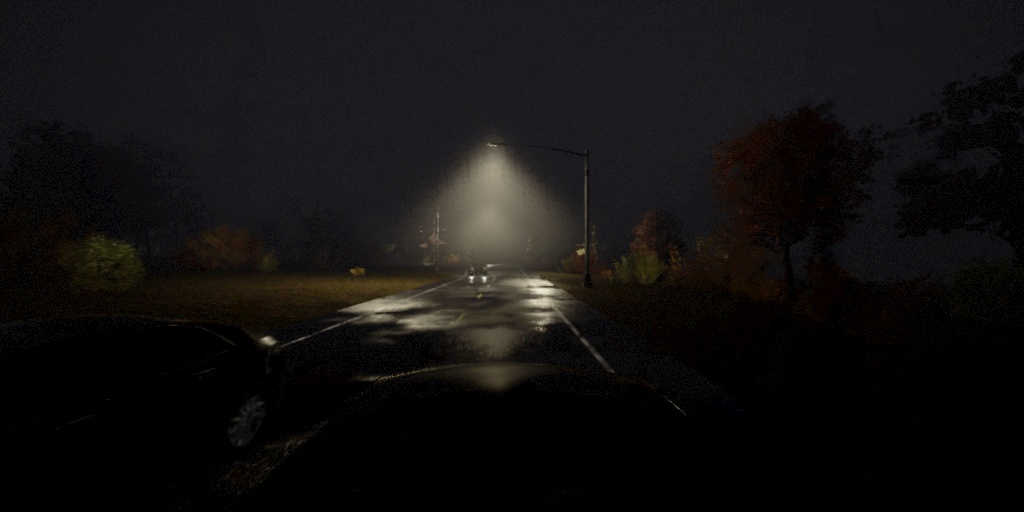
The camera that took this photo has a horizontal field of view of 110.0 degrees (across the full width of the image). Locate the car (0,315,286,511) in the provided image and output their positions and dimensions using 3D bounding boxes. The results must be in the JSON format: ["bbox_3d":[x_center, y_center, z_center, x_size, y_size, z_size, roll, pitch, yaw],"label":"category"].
[{"bbox_3d":[-3.600,1.260,2.276,1.837,1.490,4.892,0,-1,0],"label":"car"}]

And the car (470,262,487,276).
[{"bbox_3d":[-4.187,1.530,44.955,2.097,1.767,4.553,0,-1,-5],"label":"car"}]
